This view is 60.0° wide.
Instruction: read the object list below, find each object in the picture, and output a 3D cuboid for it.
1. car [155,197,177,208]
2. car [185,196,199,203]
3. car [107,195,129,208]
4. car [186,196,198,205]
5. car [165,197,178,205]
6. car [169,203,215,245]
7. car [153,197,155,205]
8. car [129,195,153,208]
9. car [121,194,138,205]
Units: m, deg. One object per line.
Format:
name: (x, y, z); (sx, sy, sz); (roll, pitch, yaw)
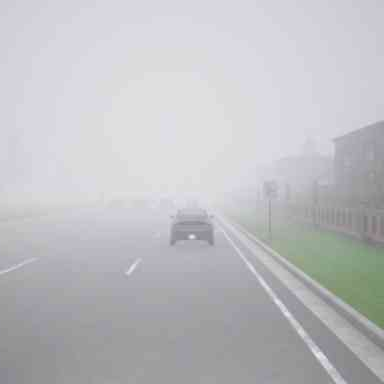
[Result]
car: (-3.495, 1.414, 45.913); (2.128, 1.511, 4.902); (0, 0, 0)
car: (0.005, 1.470, 45.913); (2.033, 1.411, 5.357); (0, 0, 0)
car: (-10.495, 1.486, 46.297); (1.994, 1.385, 4.181); (0, 0, 0)
car: (0.006, 1.431, 56.332); (1.812, 1.442, 4.674); (0, 0, 0)
car: (-3.494, 1.506, 56.363); (1.895, 1.301, 4.718); (0, 0, 0)
car: (0.001, 1.478, 15.300); (1.837, 1.490, 4.892); (0, 0, 0)
car: (-6.994, 1.469, 56.333); (1.994, 1.385, 4.181); (0, 0, 0)
car: (-6.995, 1.400, 45.913); (1.882, 1.535, 5.008); (0, 0, 0)
car: (-10.494, 1.257, 56.303); (2.097, 1.767, 4.553); (0, 0, 0)
